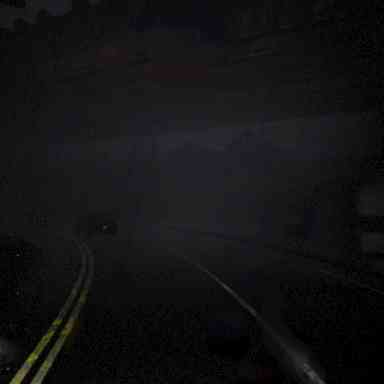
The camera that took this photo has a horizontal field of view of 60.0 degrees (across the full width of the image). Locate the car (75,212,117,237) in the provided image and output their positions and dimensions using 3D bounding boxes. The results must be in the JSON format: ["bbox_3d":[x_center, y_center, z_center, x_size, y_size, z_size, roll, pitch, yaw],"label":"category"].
[{"bbox_3d":[-6.416,2.044,22.011,1.882,1.535,5.008,1,-2,-29],"label":"car"}]

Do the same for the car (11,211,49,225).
[{"bbox_3d":[-16.836,2.721,34.564,5.357,1.411,2.033,-3,-3,40],"label":"car"}]

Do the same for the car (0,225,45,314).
[{"bbox_3d":[-4.723,1.697,7.548,1.994,1.385,4.181,0,-1,-13],"label":"car"}]
